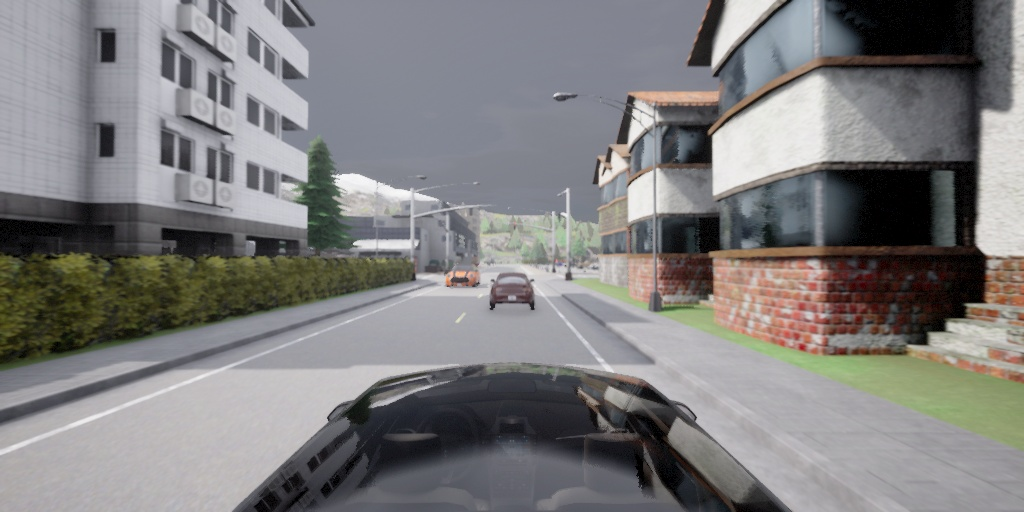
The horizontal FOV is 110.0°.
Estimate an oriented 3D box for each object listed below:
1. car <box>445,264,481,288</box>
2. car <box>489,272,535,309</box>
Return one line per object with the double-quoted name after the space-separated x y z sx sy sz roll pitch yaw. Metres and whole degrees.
-3.520 1.368 26.429 2.097 1.767 4.553 0 -1 0 "car"
0.024 1.427 15.733 1.812 1.442 4.674 0 0 0 "car"
